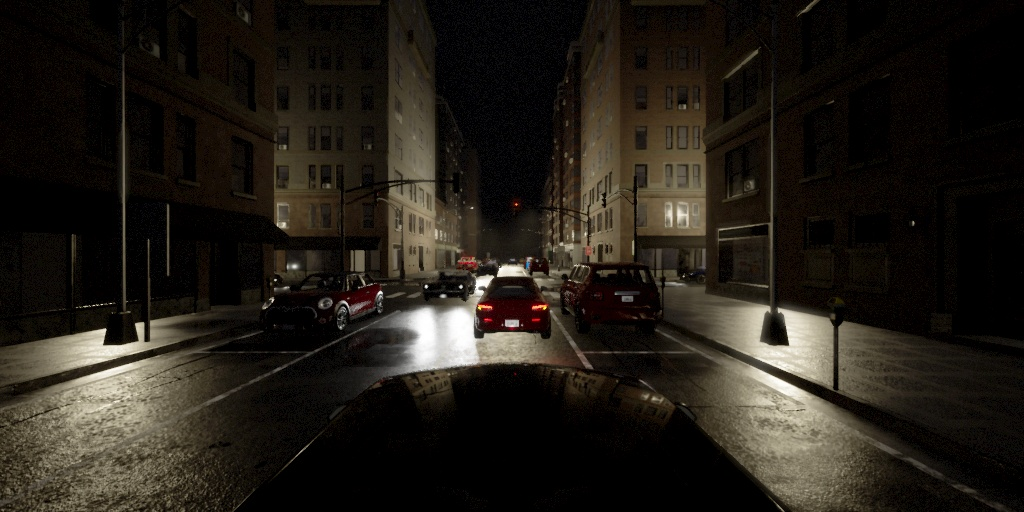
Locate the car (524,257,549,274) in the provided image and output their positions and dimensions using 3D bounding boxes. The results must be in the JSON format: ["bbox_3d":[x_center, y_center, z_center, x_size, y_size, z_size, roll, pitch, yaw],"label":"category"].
[{"bbox_3d":[2.766,1.062,37.660,2.192,1.841,5.009,0,0,0],"label":"car"}]

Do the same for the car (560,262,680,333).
[{"bbox_3d":[2.652,1.064,10.604,2.192,1.841,5.009,0,0,0],"label":"car"}]

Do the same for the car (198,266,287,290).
[{"bbox_3d":[-17.077,1.362,22.858,4.181,1.385,1.994,0,0,0],"label":"car"}]

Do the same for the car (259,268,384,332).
[{"bbox_3d":[-5.373,1.189,10.619,1.967,1.591,4.097,0,0,0],"label":"car"}]

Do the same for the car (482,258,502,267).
[{"bbox_3d":[-2.764,1.294,48.591,2.033,1.411,5.357,0,0,0],"label":"car"}]

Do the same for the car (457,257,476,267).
[{"bbox_3d":[-5.342,1.062,43.178,2.192,1.841,5.009,0,0,0],"label":"car"}]

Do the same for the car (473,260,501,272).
[{"bbox_3d":[-2.419,1.349,33.824,1.895,1.301,4.718,0,0,-8],"label":"car"}]

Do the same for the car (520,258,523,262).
[{"bbox_3d":[2.784,1.060,54.172,2.192,1.841,5.009,0,0,0],"label":"car"}]

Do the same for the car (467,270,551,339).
[{"bbox_3d":[0.021,1.275,9.960,1.812,1.442,4.674,0,0,1],"label":"car"}]

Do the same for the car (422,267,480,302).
[{"bbox_3d":[-2.827,1.351,16.992,1.895,1.301,4.718,0,0,0],"label":"car"}]

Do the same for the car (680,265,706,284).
[{"bbox_3d":[14.289,1.271,25.679,4.181,1.385,1.994,0,0,-1],"label":"car"}]
